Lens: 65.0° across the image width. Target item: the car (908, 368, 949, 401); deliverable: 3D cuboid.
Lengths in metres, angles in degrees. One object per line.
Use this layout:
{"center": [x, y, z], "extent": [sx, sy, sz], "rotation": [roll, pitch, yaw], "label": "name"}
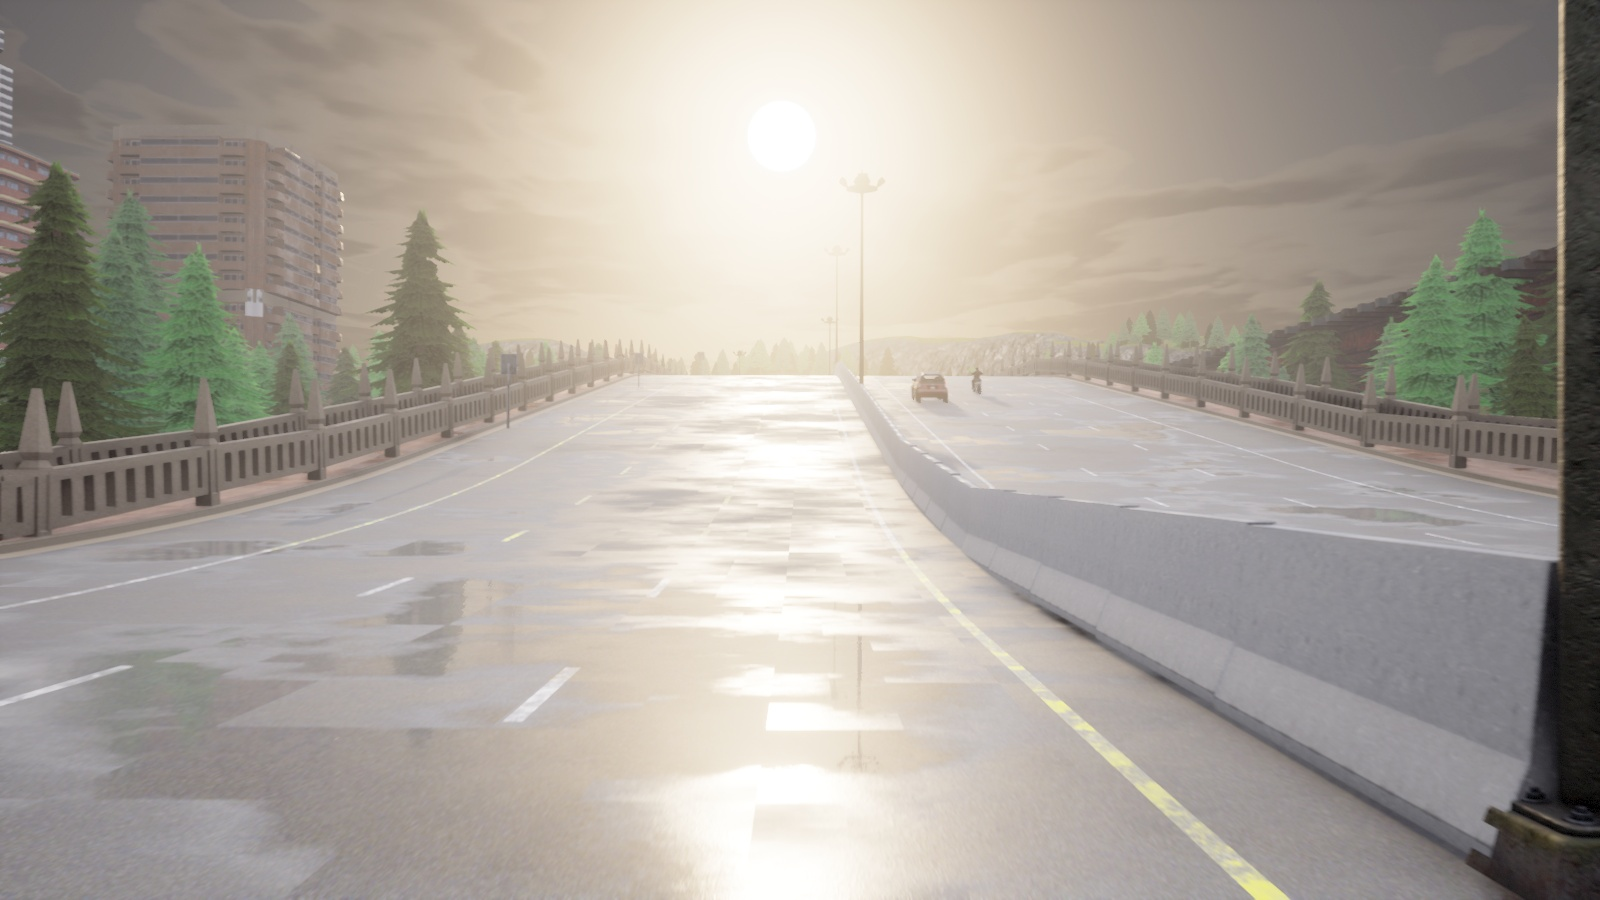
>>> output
{"center": [7.076, -3.647, 69.391], "extent": [1.851, 1.617, 3.988], "rotation": [0, 6, 0], "label": "car"}
